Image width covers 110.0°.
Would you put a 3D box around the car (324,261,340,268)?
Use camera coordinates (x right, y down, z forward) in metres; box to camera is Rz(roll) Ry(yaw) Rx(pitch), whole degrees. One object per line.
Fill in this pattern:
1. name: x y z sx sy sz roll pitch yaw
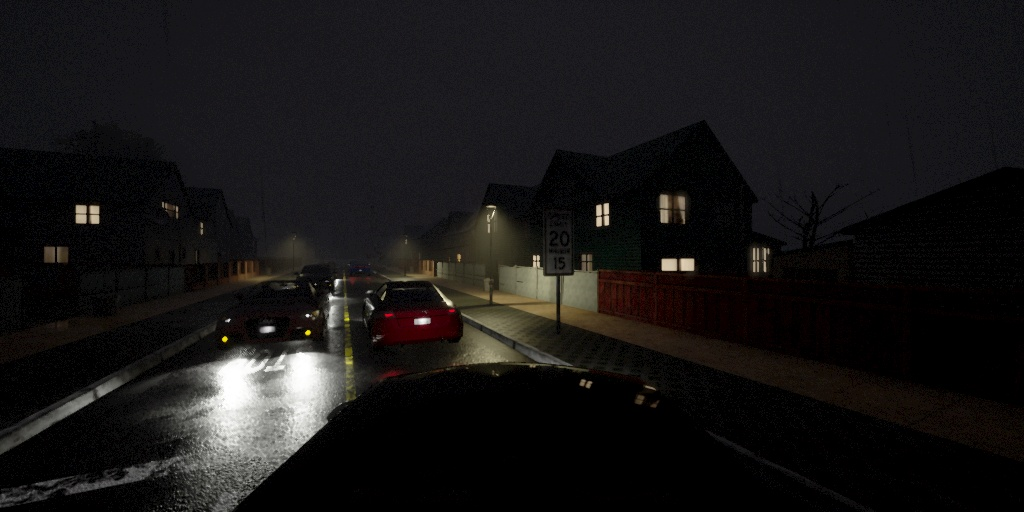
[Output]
1. car: -16.813 1.258 32.542 1.837 1.490 4.892 0 1 -25

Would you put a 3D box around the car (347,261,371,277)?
1. car: -15.575 1.232 36.640 1.882 1.535 5.008 0 0 -25

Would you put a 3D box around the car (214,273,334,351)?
1. car: -5.821 1.316 9.165 1.994 1.385 4.181 0 0 -24

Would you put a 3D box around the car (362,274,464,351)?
1. car: -2.698 1.315 9.198 1.994 1.385 4.181 0 0 -25

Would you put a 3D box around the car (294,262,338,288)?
1. car: -11.277 1.260 20.723 1.837 1.490 4.892 0 0 -25
